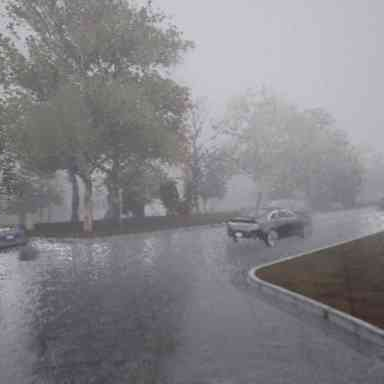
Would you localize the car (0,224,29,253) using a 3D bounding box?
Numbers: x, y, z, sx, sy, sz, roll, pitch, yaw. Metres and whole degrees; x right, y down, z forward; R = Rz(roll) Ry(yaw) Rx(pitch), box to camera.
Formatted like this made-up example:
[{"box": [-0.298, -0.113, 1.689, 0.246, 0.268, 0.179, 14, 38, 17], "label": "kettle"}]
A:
[{"box": [-8.970, 1.734, 12.741, 5.357, 1.411, 2.033, -1, 0, 16], "label": "car"}]

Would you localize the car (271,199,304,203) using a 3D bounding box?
[{"box": [6.109, 1.284, 22.368, 4.553, 1.767, 2.097, -1, 0, -44], "label": "car"}]

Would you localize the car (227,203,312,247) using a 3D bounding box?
[{"box": [3.588, 1.455, 14.875, 4.902, 1.511, 2.128, -1, 0, -44], "label": "car"}]

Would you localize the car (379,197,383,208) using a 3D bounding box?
[{"box": [24.142, 0.992, 39.858, 4.553, 1.767, 2.097, -1, 0, -44], "label": "car"}]
